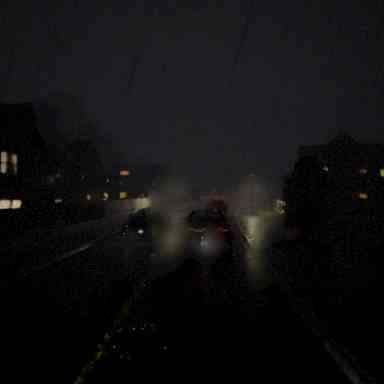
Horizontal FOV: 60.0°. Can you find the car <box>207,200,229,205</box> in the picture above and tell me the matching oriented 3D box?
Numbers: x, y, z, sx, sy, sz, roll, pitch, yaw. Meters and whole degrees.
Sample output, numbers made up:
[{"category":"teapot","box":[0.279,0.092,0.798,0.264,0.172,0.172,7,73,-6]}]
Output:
[{"category":"car","box":[2.433,1.452,31.607,1.882,1.535,5.008,0,0,8]}]

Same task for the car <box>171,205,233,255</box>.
[{"category":"car","box":[0.601,1.479,13.205,2.128,1.511,4.902,0,0,3]}]

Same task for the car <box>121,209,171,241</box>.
[{"category":"car","box":[-2.117,1.552,16.639,1.994,1.385,4.181,0,0,5]}]
